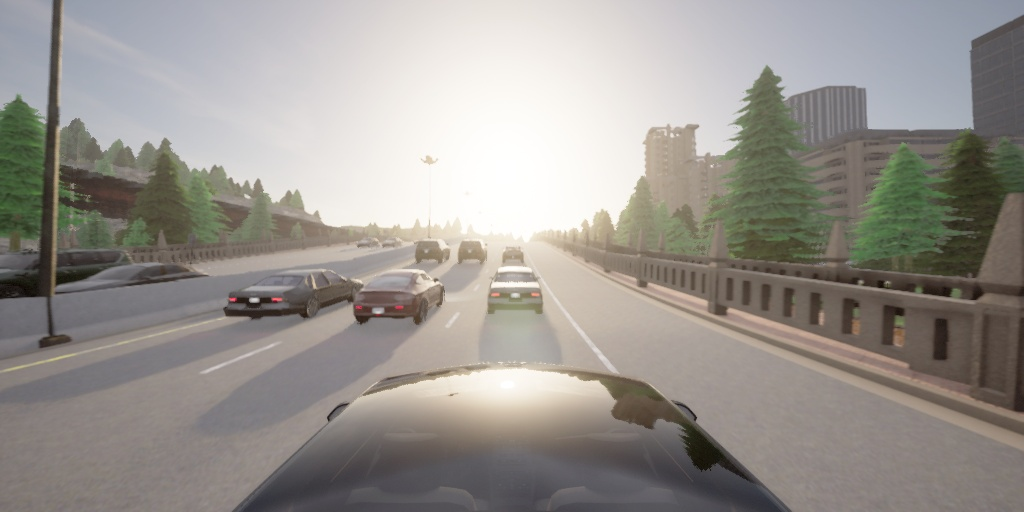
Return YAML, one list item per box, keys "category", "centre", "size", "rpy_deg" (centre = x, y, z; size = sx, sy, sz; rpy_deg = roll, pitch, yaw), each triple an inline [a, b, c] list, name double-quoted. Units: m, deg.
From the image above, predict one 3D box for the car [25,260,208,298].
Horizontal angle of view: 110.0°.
- category: "car"
  centre: [-14.098, 1.047, 13.576]
  size: [1.837, 1.490, 4.892]
  rpy_deg: [0, 2, 0]

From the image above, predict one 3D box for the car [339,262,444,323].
- category: "car"
  centre: [-3.412, 1.143, 11.426]
  size: [1.812, 1.442, 4.674]
  rpy_deg: [0, 2, 0]

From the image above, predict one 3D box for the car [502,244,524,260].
- category: "car"
  centre: [0.102, -0.319, 32.640]
  size: [2.128, 1.511, 4.902]
  rpy_deg: [0, 5, 0]

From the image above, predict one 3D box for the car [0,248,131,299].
- category: "car"
  centre: [-17.599, 0.766, 13.499]
  size: [2.150, 2.045, 5.566]
  rpy_deg: [0, 2, 0]

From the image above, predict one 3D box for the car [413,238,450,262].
- category: "car"
  centre: [-6.897, -0.500, 31.567]
  size: [2.150, 2.045, 5.566]
  rpy_deg: [0, 5, 0]

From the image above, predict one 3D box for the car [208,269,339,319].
- category: "car"
  centre: [-6.899, 1.142, 12.108]
  size: [2.033, 1.411, 5.357]
  rpy_deg: [0, 2, 0]

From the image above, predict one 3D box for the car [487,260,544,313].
- category: "car"
  centre: [0.101, 1.107, 13.063]
  size: [2.033, 1.411, 5.357]
  rpy_deg: [0, 2, 0]

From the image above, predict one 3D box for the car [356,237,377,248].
- category: "car"
  centre: [-21.060, -1.969, 52.570]
  size: [1.837, 1.490, 4.892]
  rpy_deg: [0, 5, 0]

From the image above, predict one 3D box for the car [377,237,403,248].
- category: "car"
  centre: [-17.563, -1.978, 52.684]
  size: [1.837, 1.490, 4.892]
  rpy_deg: [0, 5, 0]

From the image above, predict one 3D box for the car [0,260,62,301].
- category: "car"
  centre: [-21.098, 1.047, 13.592]
  size: [1.837, 1.490, 4.892]
  rpy_deg: [0, 2, 0]

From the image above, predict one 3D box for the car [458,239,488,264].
- category: "car"
  centre: [-3.397, -0.501, 31.584]
  size: [2.150, 2.045, 5.566]
  rpy_deg: [0, 5, 0]

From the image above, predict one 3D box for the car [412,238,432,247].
- category: "car"
  centre: [-14.048, -2.163, 56.080]
  size: [1.895, 1.301, 4.718]
  rpy_deg: [0, 5, 1]
